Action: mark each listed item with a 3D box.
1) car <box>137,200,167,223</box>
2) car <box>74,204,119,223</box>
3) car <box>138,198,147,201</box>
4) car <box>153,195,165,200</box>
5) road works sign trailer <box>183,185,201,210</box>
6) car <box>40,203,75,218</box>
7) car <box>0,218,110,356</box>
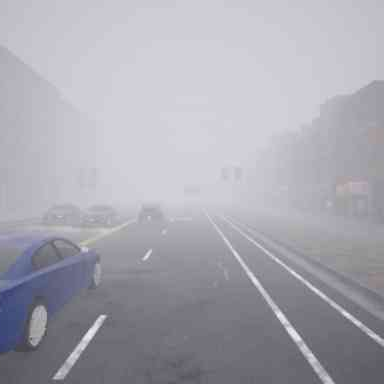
[{"bbox_3d":[-3.149,1.644,26.904,1.837,1.490,4.892,0,0,0],"label":"car"},{"bbox_3d":[-6.596,1.628,24.149,1.837,1.490,4.892,0,0,0],"label":"car"},{"bbox_3d":[-9.750,1.941,65.926,1.812,1.442,4.674,0,0,0],"label":"car"},{"bbox_3d":[-6.502,1.641,65.956,2.150,2.045,5.566,0,0,0],"label":"car"},{"bbox_3d":[0.003,0.745,48.119,2.380,3.560,2.880,0,0,0],"label":"road works sign trailer"},{"bbox_3d":[-9.844,1.636,25.473,1.837,1.490,4.892,0,0,0],"label":"car"},{"bbox_3d":[-3.152,1.509,6.213,1.882,1.535,5.008,0,0,0],"label":"car"}]
